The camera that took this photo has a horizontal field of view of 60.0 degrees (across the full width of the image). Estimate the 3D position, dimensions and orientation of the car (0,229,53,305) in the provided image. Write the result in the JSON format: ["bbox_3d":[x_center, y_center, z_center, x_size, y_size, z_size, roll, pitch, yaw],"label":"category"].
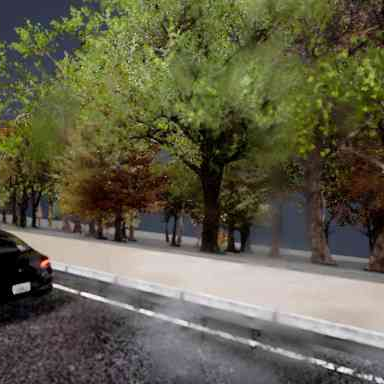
[{"bbox_3d":[-4.823,1.487,7.084,4.674,1.442,1.812,0,0,35],"label":"car"}]
